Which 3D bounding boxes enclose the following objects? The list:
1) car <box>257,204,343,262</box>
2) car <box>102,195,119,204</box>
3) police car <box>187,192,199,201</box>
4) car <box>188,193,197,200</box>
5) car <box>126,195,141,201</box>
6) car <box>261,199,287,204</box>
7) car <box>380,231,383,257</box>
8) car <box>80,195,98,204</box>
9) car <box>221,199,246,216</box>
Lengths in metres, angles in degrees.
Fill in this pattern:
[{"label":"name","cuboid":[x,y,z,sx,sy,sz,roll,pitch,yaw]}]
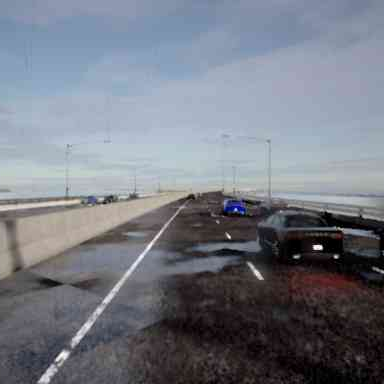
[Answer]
[{"label":"car","cuboid":[3.633,1.433,12.047,1.882,1.535,5.008,0,0,0]},{"label":"car","cuboid":[-13.480,1.265,55.399,1.837,1.490,4.892,0,1,2]},{"label":"police car","cuboid":[-0.099,1.103,71.964,1.930,1.638,5.238,0,0,2]},{"label":"car","cuboid":[0.178,1.102,81.835,1.882,1.535,5.008,0,0,2]},{"label":"car","cuboid":[-9.952,1.233,56.595,1.882,1.535,5.008,0,0,2]},{"label":"car","cuboid":[7.267,1.376,29.393,2.128,1.511,4.902,0,0,1]},{"label":"car","cuboid":[7.118,1.445,8.958,1.882,1.535,5.008,0,0,0]},{"label":"car","cuboid":[-16.979,1.289,55.345,1.812,1.442,4.674,0,0,2]},{"label":"car","cuboid":[3.785,1.355,30.964,1.882,1.535,5.008,0,0,1]}]
